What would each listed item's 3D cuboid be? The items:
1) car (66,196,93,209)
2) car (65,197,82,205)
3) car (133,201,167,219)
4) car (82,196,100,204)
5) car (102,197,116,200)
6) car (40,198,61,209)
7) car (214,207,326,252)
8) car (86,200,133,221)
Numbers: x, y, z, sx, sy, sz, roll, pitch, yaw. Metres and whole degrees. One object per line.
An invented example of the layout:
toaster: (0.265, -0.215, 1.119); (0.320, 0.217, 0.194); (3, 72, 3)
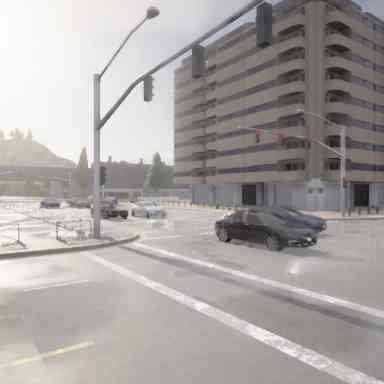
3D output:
car: (-15.855, 1.561, 46.922); (1.837, 1.490, 4.892); (0, 0, -35)
car: (-22.117, 1.619, 62.122); (1.994, 1.385, 4.181); (0, 0, -35)
car: (-4.048, 1.581, 30.259); (1.812, 1.442, 4.674); (0, 0, -35)
car: (-19.709, 1.533, 64.778); (1.882, 1.535, 5.008); (0, 0, -35)
car: (-14.309, 1.581, 57.155); (1.812, 1.442, 4.674); (0, 0, -35)
car: (-19.781, 1.533, 46.421); (1.882, 1.535, 5.008); (0, 0, -35)
car: (2.948, 1.530, 14.308); (1.837, 1.490, 4.892); (0, 0, -35)
car: (-7.131, 1.656, 28.526); (1.895, 1.301, 4.718); (0, 0, -35)
